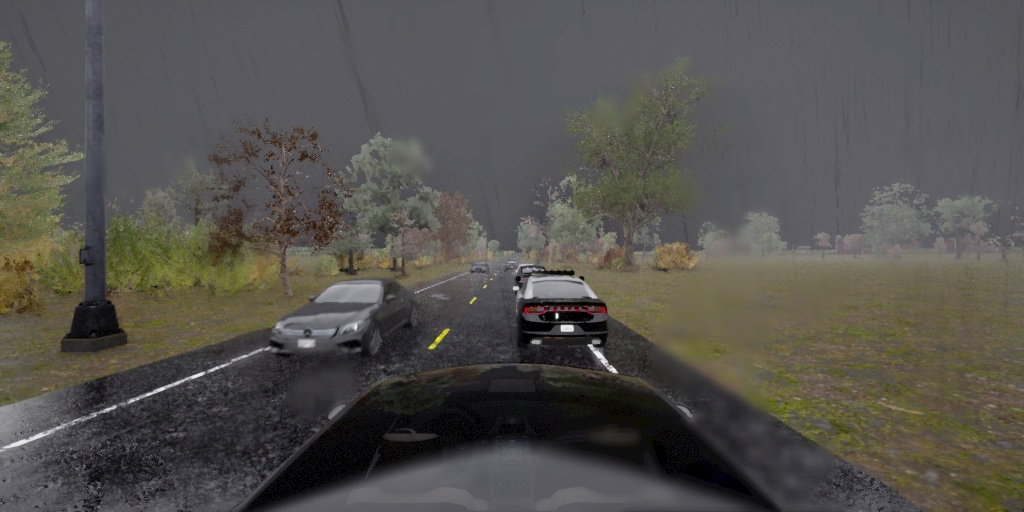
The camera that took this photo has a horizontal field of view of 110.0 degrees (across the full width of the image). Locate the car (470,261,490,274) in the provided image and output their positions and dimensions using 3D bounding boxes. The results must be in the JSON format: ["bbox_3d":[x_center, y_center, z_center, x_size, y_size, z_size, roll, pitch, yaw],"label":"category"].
[{"bbox_3d":[-3.486,1.288,39.554,1.994,1.385,4.181,0,0,0],"label":"car"}]

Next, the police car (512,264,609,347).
[{"bbox_3d":[1.053,1.173,9.415,1.930,1.638,5.238,0,0,0],"label":"police car"}]

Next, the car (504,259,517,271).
[{"bbox_3d":[0.051,1.238,47.420,1.812,1.442,4.674,0,0,1],"label":"car"}]

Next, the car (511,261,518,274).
[{"bbox_3d":[1.058,1.265,25.307,1.812,1.442,4.674,0,0,0],"label":"car"}]

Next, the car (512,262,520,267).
[{"bbox_3d":[1.056,1.248,19.306,1.837,1.490,4.892,0,0,0],"label":"car"}]

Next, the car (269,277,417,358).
[{"bbox_3d":[-3.597,1.273,8.612,1.812,1.442,4.674,0,0,0],"label":"car"}]
